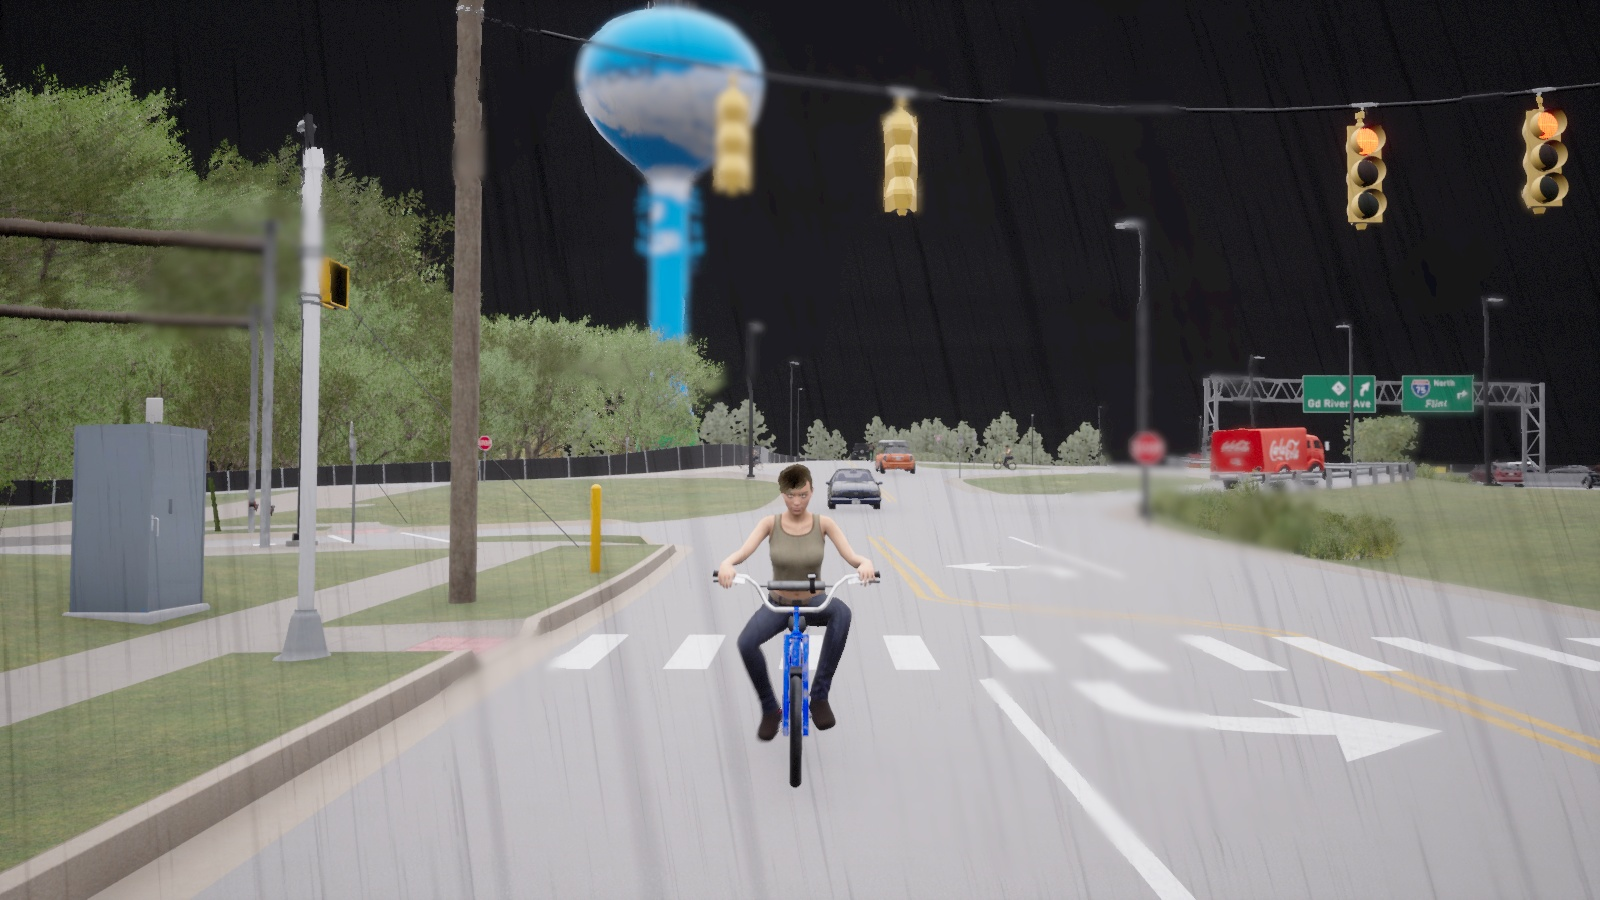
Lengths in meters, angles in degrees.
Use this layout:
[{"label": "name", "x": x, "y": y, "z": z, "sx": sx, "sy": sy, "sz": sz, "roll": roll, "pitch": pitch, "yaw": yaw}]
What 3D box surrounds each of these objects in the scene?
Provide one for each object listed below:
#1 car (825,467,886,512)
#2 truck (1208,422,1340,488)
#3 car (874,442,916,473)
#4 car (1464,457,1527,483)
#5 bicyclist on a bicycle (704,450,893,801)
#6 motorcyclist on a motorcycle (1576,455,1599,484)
[{"label": "car", "x": 1.935, "y": 1.367, "z": 45.264, "sx": 2.033, "sy": 1.411, "sz": 5.357, "roll": 0, "pitch": 0, "yaw": 1}, {"label": "truck", "x": 19.326, "y": 0.195, "z": 51.078, "sx": 5.204, "sy": 2.467, "sz": 2.627, "roll": -2, "pitch": -1, "yaw": -38}, {"label": "car", "x": 5.774, "y": 0.441, "z": 76.945, "sx": 2.097, "sy": 1.767, "sz": 4.553, "roll": 0, "pitch": 2, "yaw": -2}, {"label": "car", "x": 42.486, "y": 1.236, "z": 76.819, "sx": 1.789, "sy": 1.549, "sz": 3.705, "roll": 0, "pitch": -1, "yaw": 1}, {"label": "bicyclist on a bicycle", "x": -0.009, "y": 0.868, "z": 6.577, "sx": 0.866, "sy": 1.612, "sz": 1.509, "roll": 0, "pitch": -5, "yaw": 0}, {"label": "motorcyclist on a motorcycle", "x": 45.938, "y": 1.114, "z": 72.539, "sx": 0.766, "sy": 1.649, "sz": 2.350, "roll": 0, "pitch": -1, "yaw": 1}]
